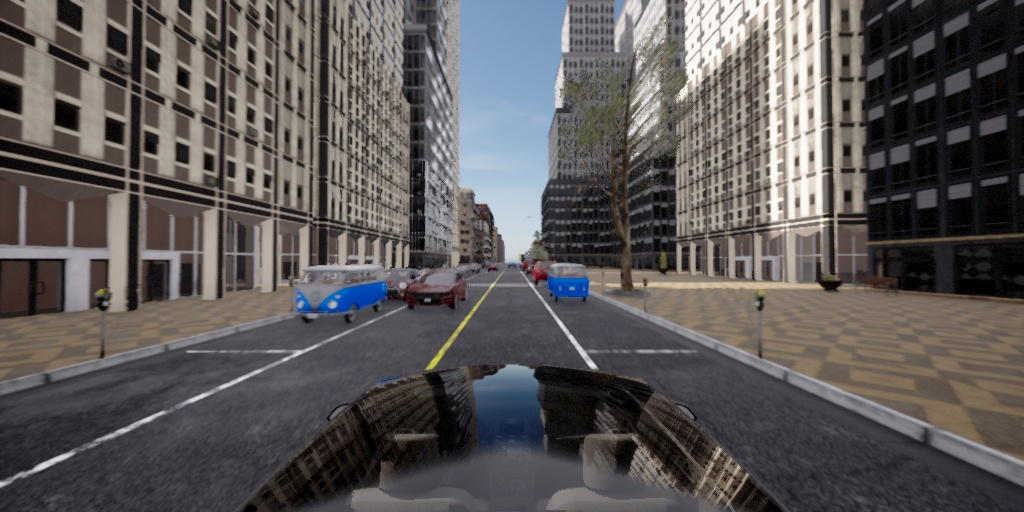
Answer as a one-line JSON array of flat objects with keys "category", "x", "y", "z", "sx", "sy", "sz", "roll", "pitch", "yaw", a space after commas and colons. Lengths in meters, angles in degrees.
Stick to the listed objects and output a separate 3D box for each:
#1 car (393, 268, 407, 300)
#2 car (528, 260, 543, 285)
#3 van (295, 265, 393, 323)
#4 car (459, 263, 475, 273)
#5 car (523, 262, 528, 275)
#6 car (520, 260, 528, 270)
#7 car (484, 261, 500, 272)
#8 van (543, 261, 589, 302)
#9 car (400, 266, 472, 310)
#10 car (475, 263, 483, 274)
[{"category": "car", "x": -5.687, "y": 1.361, "z": 18.011, "sx": 1.967, "sy": 1.591, "sz": 4.097, "roll": 0, "pitch": 0, "yaw": 0}, {"category": "car", "x": 2.706, "y": 1.356, "z": 29.361, "sx": 2.192, "sy": 1.841, "sz": 5.009, "roll": 0, "pitch": 0, "yaw": 0}, {"category": "van", "x": -5.688, "y": 1.202, "z": 12.322, "sx": 1.690, "sy": 1.789, "sz": 3.998, "roll": 0, "pitch": 0, "yaw": 0}, {"category": "car", "x": -5.681, "y": 1.718, "z": 40.766, "sx": 2.007, "sy": 1.370, "sz": 4.403, "roll": 0, "pitch": 0, "yaw": 0}, {"category": "car", "x": 2.683, "y": 1.812, "z": 46.427, "sx": 1.802, "sy": 1.307, "sz": 4.207, "roll": 0, "pitch": 0, "yaw": 0}, {"category": "car", "x": 3.014, "y": 1.664, "z": 65.043, "sx": 2.150, "sy": 2.045, "sz": 5.566, "roll": 0, "pitch": -1, "yaw": 0}, {"category": "car", "x": -3.020, "y": 1.961, "z": 58.076, "sx": 1.895, "sy": 1.301, "sz": 4.718, "roll": 0, "pitch": -1, "yaw": 1}, {"category": "van", "x": 2.702, "y": 1.260, "z": 17.983, "sx": 1.690, "sy": 1.789, "sz": 3.998, "roll": 0, "pitch": 0, "yaw": 0}, {"category": "car", "x": -3.096, "y": 1.374, "z": 15.700, "sx": 1.882, "sy": 1.535, "sz": 5.008, "roll": 0, "pitch": -1, "yaw": 0}, {"category": "car", "x": -5.678, "y": 1.734, "z": 52.143, "sx": 1.967, "sy": 1.591, "sz": 4.097, "roll": 0, "pitch": 0, "yaw": 0}]
